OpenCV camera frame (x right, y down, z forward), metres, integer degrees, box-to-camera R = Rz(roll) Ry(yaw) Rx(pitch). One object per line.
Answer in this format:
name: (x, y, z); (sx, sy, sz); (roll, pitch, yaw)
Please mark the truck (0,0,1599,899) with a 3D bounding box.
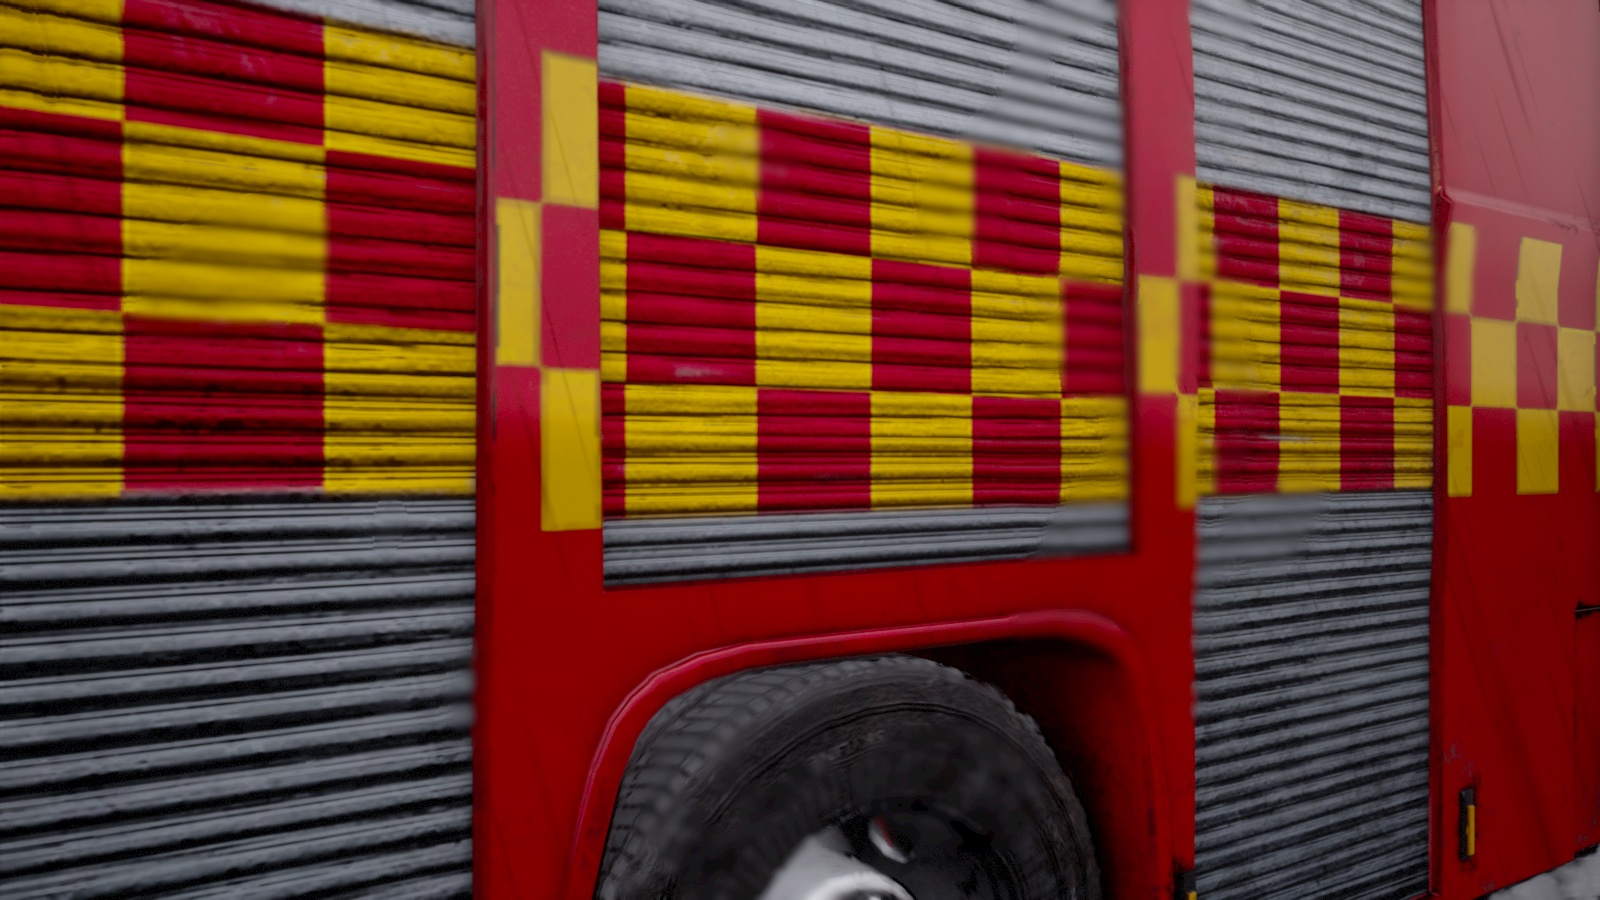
truck: (1.569, -0.413, 4.752); (8.468, 3.827, 2.891); (0, 0, -35)
